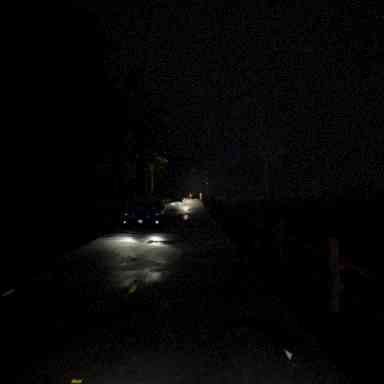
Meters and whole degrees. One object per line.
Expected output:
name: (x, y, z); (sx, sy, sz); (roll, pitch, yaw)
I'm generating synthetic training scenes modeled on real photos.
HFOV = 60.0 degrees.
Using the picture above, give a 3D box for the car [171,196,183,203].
car: (-2.786, 1.350, 61.739); (1.994, 1.385, 4.181); (0, 0, 1)

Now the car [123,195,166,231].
car: (-2.849, 1.241, 21.060); (2.150, 2.045, 5.566); (0, 0, 0)

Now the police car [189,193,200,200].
police car: (0.961, 1.106, 82.075); (1.930, 1.638, 5.238); (0, 0, 0)
